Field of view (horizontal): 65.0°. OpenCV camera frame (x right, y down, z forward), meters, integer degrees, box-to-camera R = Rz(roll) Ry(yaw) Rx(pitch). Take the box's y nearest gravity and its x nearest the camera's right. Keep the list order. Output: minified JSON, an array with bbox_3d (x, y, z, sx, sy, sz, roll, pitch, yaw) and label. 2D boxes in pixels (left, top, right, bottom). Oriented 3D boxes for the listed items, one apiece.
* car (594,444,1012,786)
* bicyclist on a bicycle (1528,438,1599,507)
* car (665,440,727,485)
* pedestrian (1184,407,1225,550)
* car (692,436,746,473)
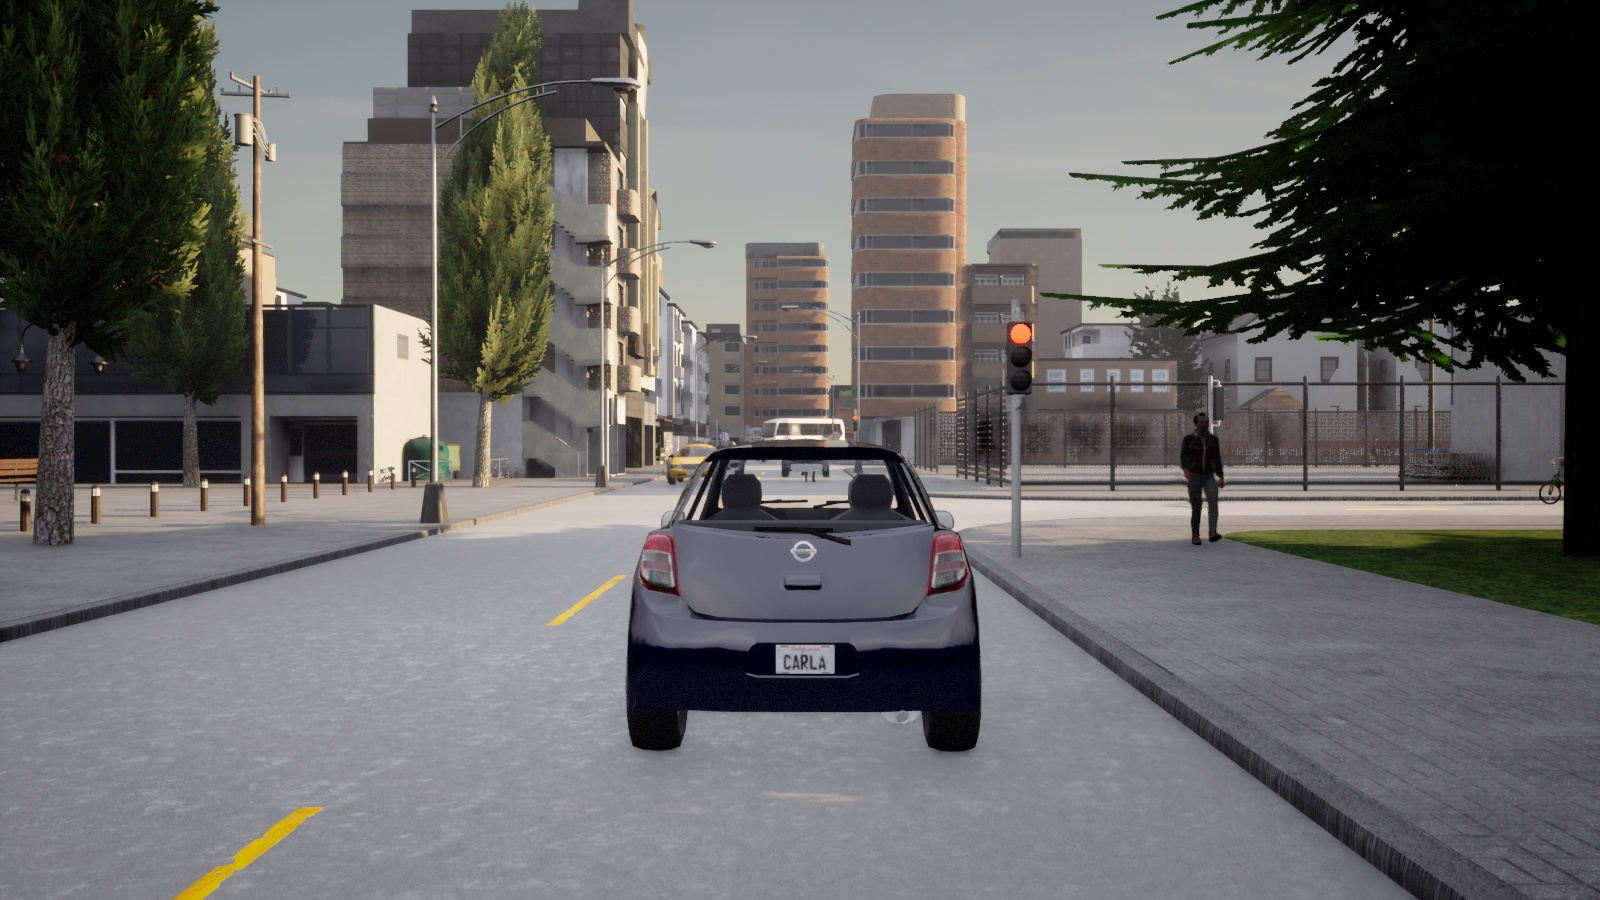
[{"bbox_3d":[0.036,0.719,7.361,1.845,1.501,3.633,0,0,1],"label":"car"},{"bbox_3d":[18.404,0.528,30.007,1.509,1.612,0.866,0,0,0],"label":"bicyclist on a bicycle"},{"bbox_3d":[-3.778,0.419,46.381,1.801,1.575,5.366,0,0,0],"label":"car"},{"bbox_3d":[5.368,0.366,16.685,0.376,1.854,0.720,0,0,5],"label":"pedestrian"},{"bbox_3d":[-3.730,0.191,58.610,2.152,1.651,5.027,0,0,0],"label":"car"}]
